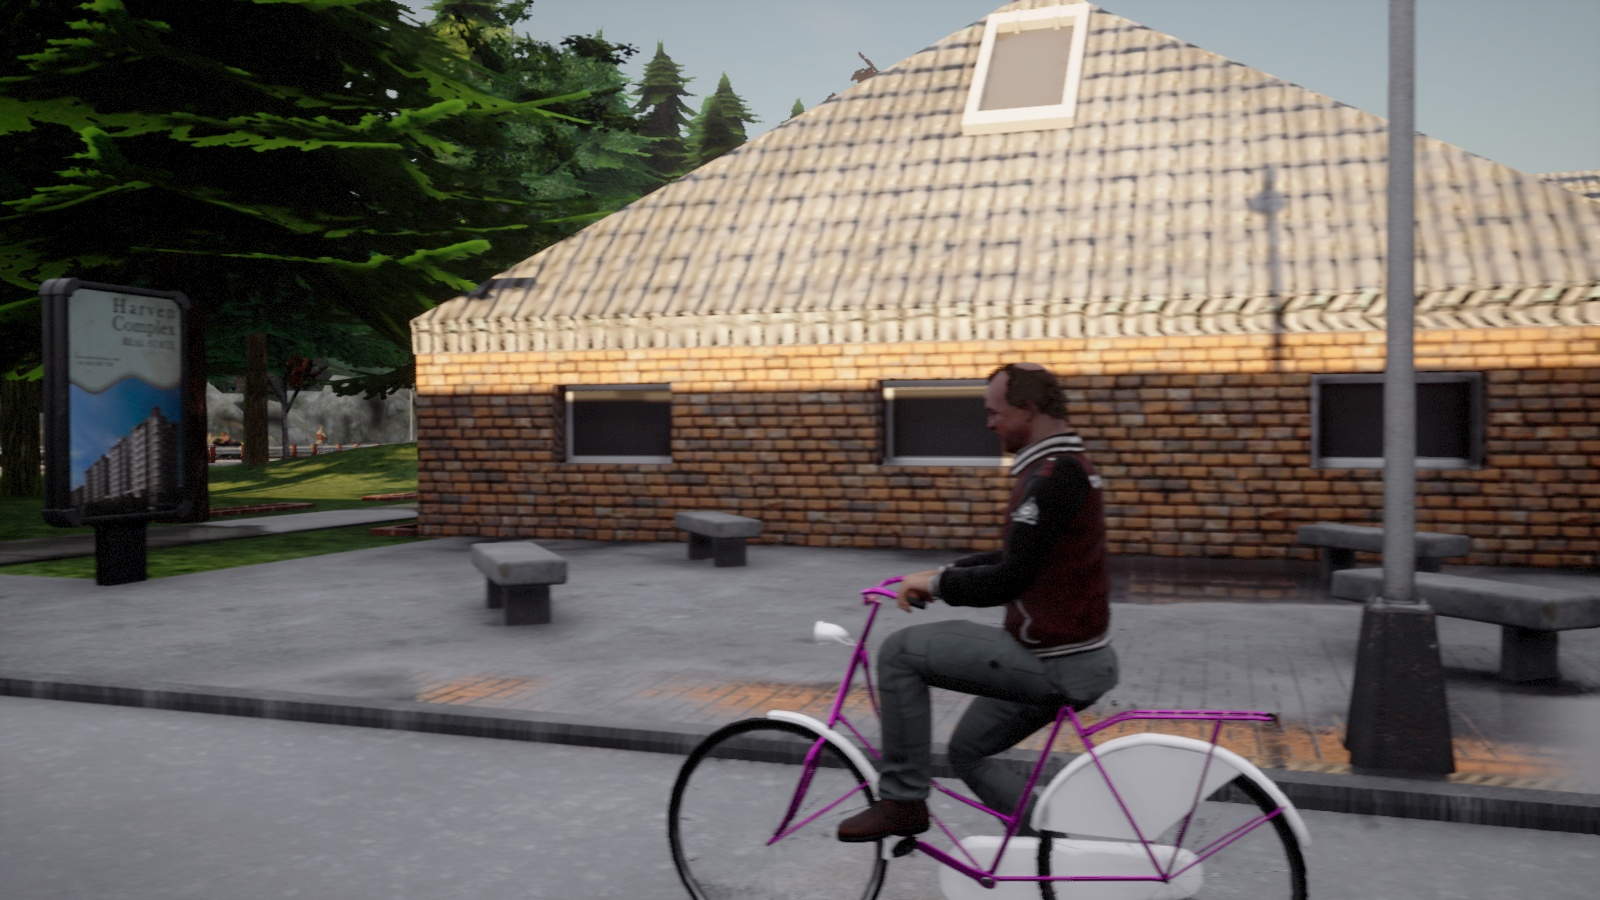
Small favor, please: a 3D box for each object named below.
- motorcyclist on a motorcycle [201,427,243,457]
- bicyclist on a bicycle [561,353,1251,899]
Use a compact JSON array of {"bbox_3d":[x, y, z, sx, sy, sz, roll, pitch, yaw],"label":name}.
[{"bbox_3d":[-29.927,-0.431,65.037,0.797,1.523,2.044,1,1,18],"label":"motorcyclist on a motorcycle"},{"bbox_3d":[0.299,0.638,3.618,1.843,1.776,0.659,1,1,19],"label":"bicyclist on a bicycle"}]
